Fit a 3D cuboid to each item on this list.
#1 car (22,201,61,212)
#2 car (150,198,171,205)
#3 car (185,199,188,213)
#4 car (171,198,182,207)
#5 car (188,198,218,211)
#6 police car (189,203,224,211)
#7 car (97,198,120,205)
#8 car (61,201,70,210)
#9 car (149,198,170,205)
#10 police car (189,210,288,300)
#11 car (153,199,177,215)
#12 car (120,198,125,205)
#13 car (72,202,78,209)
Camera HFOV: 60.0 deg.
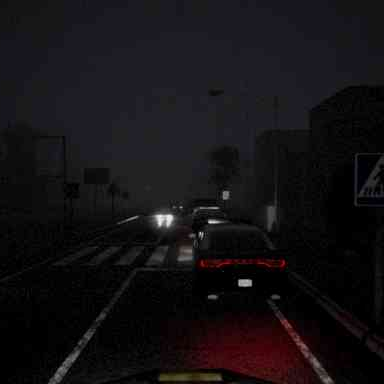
[{"bbox_3d":[-21.986,2.133,48.030,4.674,1.452,2.002,0,-1,0],"label":"car"},{"bbox_3d":[-8.875,2.755,88.964,4.892,1.521,2.231,0,-1,0],"label":"car"},{"bbox_3d":[-0.018,2.116,45.843,1.837,1.490,4.892,0,-1,0],"label":"car"},{"bbox_3d":[-3.283,2.566,76.854,1.882,1.535,5.008,0,-1,0],"label":"car"},{"bbox_3d":[0.944,1.504,24.537,2.150,2.045,5.566,0,-1,0],"label":"car"},{"bbox_3d":[0.947,1.611,18.612,1.930,1.638,5.238,0,-1,0],"label":"police car"},{"bbox_3d":[-21.958,2.700,86.209,5.008,1.535,2.097,0,-1,0],"label":"car"},{"bbox_3d":[-21.982,2.146,51.306,4.892,1.521,2.231,0,-1,0],"label":"car"},{"bbox_3d":[-8.908,2.558,91.770,5.566,2.045,2.435,0,-1,0],"label":"car"},{"bbox_3d":[0.957,1.467,8.601,1.930,1.638,5.238,0,-1,0],"label":"police car"},{"bbox_3d":[-3.381,2.050,42.446,2.128,1.511,4.902,0,-1,0],"label":"car"},{"bbox_3d":[-21.965,2.808,91.776,5.008,1.535,2.097,0,-1,0],"label":"car"},{"bbox_3d":[-21.991,2.196,54.579,5.008,1.535,2.097,0,-1,0],"label":"car"}]
